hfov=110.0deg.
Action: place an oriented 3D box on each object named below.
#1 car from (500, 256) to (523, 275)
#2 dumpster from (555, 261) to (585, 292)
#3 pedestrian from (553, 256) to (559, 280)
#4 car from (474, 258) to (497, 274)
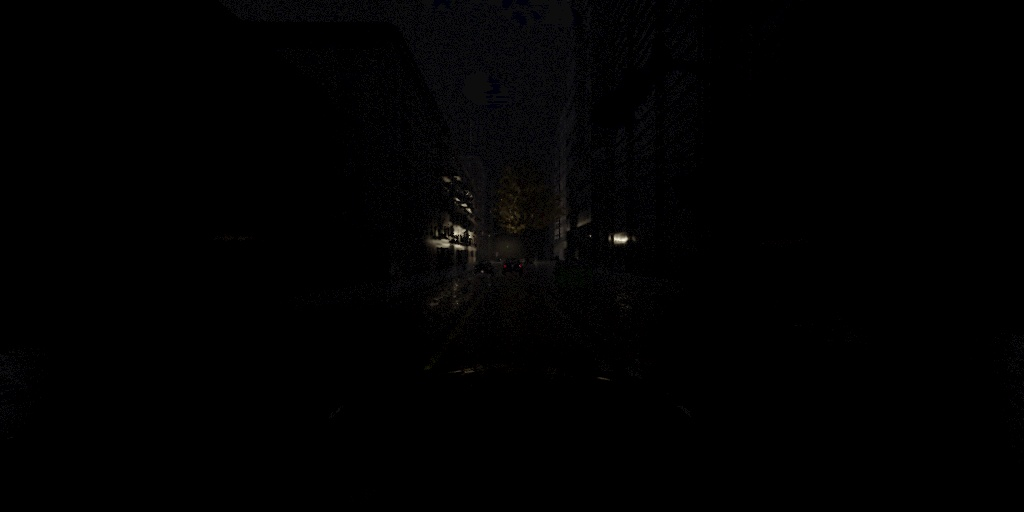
[{"bbox_3d":[0.087,1.043,38.851,2.097,1.767,4.553,0,0,0],"label":"car"},{"bbox_3d":[3.141,1.125,19.545,1.020,1.700,1.940,0,0,0],"label":"dumpster"},{"bbox_3d":[2.671,0.870,20.565,0.375,1.860,0.375,0,0,-15],"label":"pedestrian"},{"bbox_3d":[-3.069,1.237,39.799,2.033,1.411,5.357,0,0,0],"label":"car"}]
